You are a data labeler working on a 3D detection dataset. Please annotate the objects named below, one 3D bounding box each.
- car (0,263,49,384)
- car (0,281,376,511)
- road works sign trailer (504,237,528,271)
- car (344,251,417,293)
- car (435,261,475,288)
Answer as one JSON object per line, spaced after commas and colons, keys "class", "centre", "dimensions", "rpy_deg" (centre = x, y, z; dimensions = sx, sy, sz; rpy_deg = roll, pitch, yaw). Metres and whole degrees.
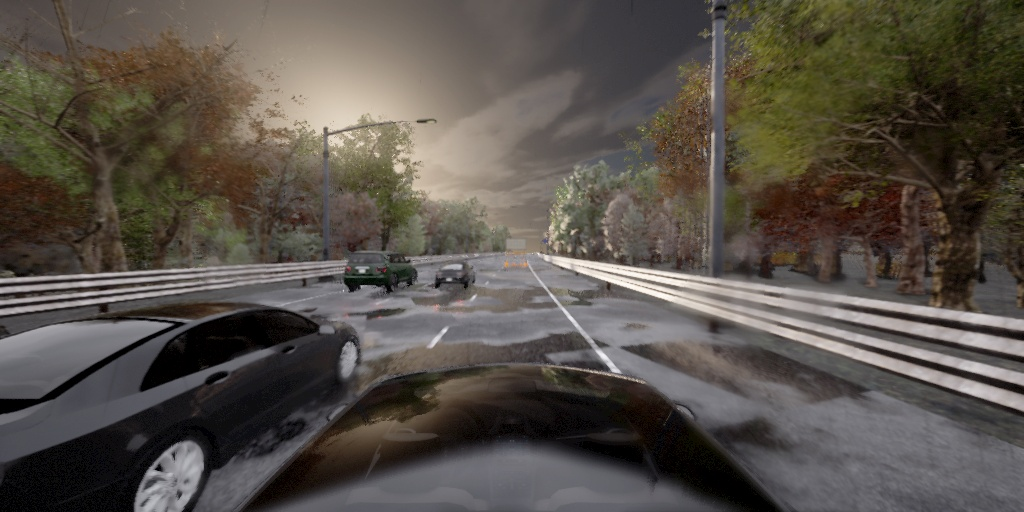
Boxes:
{"class": "car", "centre": [-6.955, 0.880, 2.475], "dimensions": [1.994, 1.385, 4.181], "rpy_deg": [-4, 1, 0]}
{"class": "car", "centre": [-3.372, 1.264, 3.970], "dimensions": [1.837, 1.490, 4.892], "rpy_deg": [0, 0, -1]}
{"class": "road works sign trailer", "centre": [0.430, -0.266, 39.257], "dimensions": [2.380, 3.560, 2.880], "rpy_deg": [0, 0, 2]}
{"class": "car", "centre": [-6.786, 0.751, 19.051], "dimensions": [2.150, 2.045, 5.566], "rpy_deg": [0, 1, 1]}
{"class": "car", "centre": [-3.265, 1.032, 21.062], "dimensions": [1.812, 1.442, 4.674], "rpy_deg": [0, 1, 1]}
